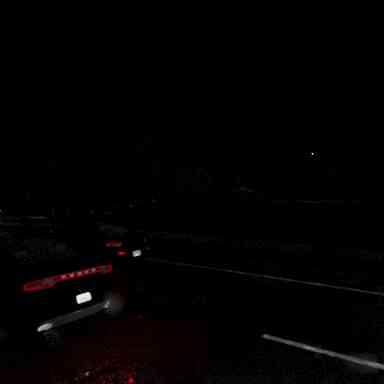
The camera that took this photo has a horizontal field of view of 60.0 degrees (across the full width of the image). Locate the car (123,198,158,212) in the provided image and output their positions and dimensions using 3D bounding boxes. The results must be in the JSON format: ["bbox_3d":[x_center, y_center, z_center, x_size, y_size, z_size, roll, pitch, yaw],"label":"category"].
[{"bbox_3d":[-6.386,1.629,41.378,1.882,1.535,5.008,0,0,36],"label":"car"}]

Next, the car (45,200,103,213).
[{"bbox_3d":[-11.891,1.657,33.845,1.837,1.490,4.892,0,0,36],"label":"car"}]

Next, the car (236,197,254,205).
[{"bbox_3d":[10.217,1.704,63.915,1.837,1.490,4.892,0,0,36],"label":"car"}]

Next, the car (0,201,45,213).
[{"bbox_3d":[-20.278,1.755,40.169,2.033,1.411,5.357,0,0,36],"label":"car"}]

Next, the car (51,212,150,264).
[{"bbox_3d":[-3.429,1.572,10.725,4.674,1.442,1.812,0,0,36],"label":"car"}]

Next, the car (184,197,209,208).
[{"bbox_3d":[0.816,1.715,51.208,1.994,1.385,4.181,0,0,37],"label":"car"}]

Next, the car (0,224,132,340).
[{"bbox_3d":[-3.702,1.513,6.628,5.008,1.535,1.882,0,0,35],"label":"car"}]

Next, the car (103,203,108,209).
[{"bbox_3d":[-14.513,1.807,48.049,1.895,1.301,4.718,0,0,36],"label":"car"}]

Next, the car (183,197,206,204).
[{"bbox_3d":[0.539,1.752,68.467,2.033,1.411,5.357,0,0,36],"label":"car"}]

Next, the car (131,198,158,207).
[{"bbox_3d":[-8.098,1.732,56.805,1.812,1.442,4.674,0,0,36],"label":"car"}]
